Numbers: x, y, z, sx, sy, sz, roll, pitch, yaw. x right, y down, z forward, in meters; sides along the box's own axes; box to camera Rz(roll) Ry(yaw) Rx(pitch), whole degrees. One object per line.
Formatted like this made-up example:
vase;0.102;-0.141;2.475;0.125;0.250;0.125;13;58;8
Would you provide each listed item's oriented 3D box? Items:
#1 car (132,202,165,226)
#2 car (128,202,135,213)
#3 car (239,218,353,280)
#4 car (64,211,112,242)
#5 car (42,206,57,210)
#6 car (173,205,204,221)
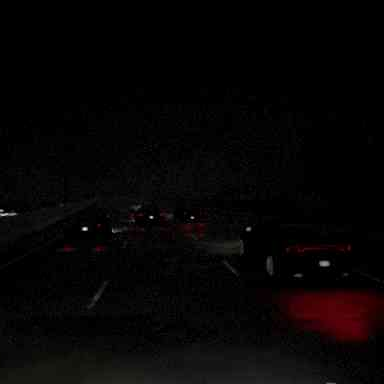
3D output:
car;-3.188;1.708;24.722;1.994;1.385;4.181;0;0;-12
car;-6.973;1.846;41.564;1.895;1.301;4.718;0;0;-13
car;2.835;1.529;10.207;1.882;1.535;5.008;0;0;-6
car;-5.230;1.670;17.104;1.994;1.385;4.181;0;0;-10
car;-17.915;1.758;41.453;2.128;1.511;4.902;0;0;-13
car;-0.458;1.762;28.749;1.895;1.301;4.718;0;0;-13
